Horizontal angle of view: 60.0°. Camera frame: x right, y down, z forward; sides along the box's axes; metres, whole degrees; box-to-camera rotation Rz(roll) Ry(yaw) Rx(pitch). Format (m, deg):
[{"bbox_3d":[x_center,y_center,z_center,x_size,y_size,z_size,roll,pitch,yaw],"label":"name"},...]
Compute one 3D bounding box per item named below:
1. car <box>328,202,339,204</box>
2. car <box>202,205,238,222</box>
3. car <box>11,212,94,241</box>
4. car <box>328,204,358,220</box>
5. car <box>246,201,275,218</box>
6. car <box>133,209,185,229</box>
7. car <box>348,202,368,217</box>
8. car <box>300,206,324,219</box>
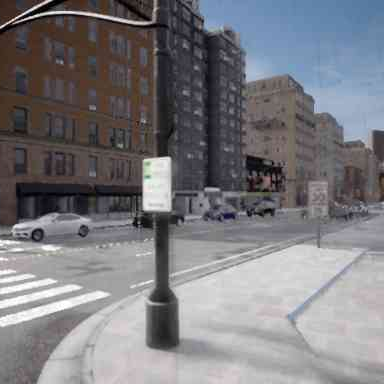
[{"bbox_3d":[20.449,2.400,48.661,2.150,2.045,5.566,-1,-1,35],"label":"car"},{"bbox_3d":[3.016,2.161,35.205,2.097,1.767,4.553,-1,-2,35],"label":"car"},{"bbox_3d":[-7.978,1.941,19.473,1.812,1.442,4.674,-1,-2,37],"label":"car"},{"bbox_3d":[17.239,2.437,38.302,2.128,1.511,4.902,-1,-1,35],"label":"car"},{"bbox_3d":[9.171,2.248,43.954,2.150,2.045,5.566,-1,-1,35],"label":"car"},{"bbox_3d":[-2.610,2.086,27.164,1.882,1.535,5.008,-1,-2,35],"label":"car"},{"bbox_3d":[23.369,2.380,47.159,2.150,2.045,5.566,-1,-1,35],"label":"car"},{"bbox_3d":[14.527,2.475,40.100,1.837,1.490,4.892,-1,-2,35],"label":"car"}]
